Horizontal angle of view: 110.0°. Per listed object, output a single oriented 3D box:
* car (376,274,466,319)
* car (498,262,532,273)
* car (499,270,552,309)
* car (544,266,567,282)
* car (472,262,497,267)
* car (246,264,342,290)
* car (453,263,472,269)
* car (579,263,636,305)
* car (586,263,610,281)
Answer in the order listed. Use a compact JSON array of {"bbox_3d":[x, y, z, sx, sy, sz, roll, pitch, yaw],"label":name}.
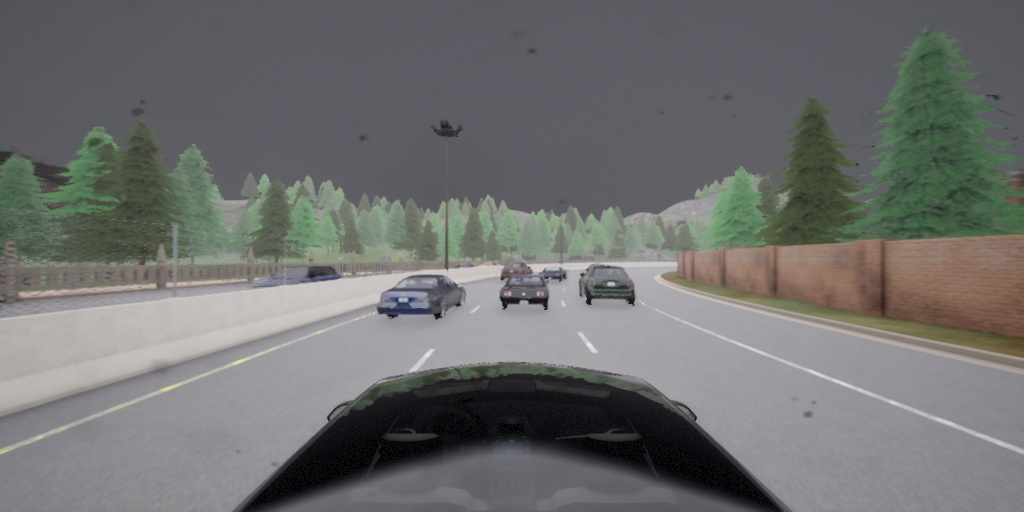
[{"bbox_3d":[-3.075,1.381,13.241,2.033,1.411,5.357,0,0,4],"label":"car"},{"bbox_3d":[0.543,1.329,32.976,2.097,1.767,4.553,0,0,16],"label":"car"},{"bbox_3d":[0.663,1.451,15.508,1.895,1.301,4.718,0,0,6],"label":"car"},{"bbox_3d":[3.773,1.569,31.762,1.895,1.301,4.718,0,0,16],"label":"car"},{"bbox_3d":[-3.354,1.610,52.721,1.882,1.535,5.008,0,-1,26],"label":"car"},{"bbox_3d":[-9.918,1.212,16.769,2.097,1.767,4.553,0,0,7],"label":"car"},{"bbox_3d":[-6.954,1.690,53.237,1.994,1.385,4.181,0,-1,25],"label":"car"},{"bbox_3d":[4.385,1.214,17.126,2.097,1.767,4.553,0,0,6],"label":"car"},{"bbox_3d":[8.365,1.467,34.686,1.882,1.535,5.008,0,0,18],"label":"car"}]
